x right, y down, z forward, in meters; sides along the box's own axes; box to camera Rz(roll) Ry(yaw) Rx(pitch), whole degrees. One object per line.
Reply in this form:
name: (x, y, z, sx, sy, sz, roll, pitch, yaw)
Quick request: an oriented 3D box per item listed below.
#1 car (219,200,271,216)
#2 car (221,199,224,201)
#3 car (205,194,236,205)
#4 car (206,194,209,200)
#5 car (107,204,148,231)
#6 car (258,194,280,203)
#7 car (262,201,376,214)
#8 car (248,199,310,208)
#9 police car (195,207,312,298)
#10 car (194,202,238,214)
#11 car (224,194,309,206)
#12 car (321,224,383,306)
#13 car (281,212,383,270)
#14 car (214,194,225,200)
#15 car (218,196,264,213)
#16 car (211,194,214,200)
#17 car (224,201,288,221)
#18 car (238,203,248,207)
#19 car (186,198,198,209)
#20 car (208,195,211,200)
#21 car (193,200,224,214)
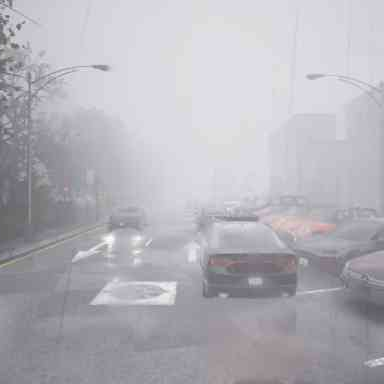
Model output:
car: (5.365, 1.560, 33.832, 4.792, 1.488, 2.163, 1, 0, -20)
car: (5.184, 1.503, 24.774, 5.366, 1.575, 1.946, 1, 0, -20)
car: (5.457, 1.391, 63.906, 5.566, 2.045, 2.435, 1, 0, -20)
car: (5.263, 1.612, 57.812, 5.366, 1.575, 1.946, 1, 0, -20)
car: (-3.894, 1.519, 20.730, 1.837, 1.490, 4.892, 0, 0, 0)
car: (18.434, 1.463, 79.889, 2.435, 2.045, 5.566, 0, 0, -21)
car: (5.352, 1.366, 12.840, 4.553, 1.767, 2.185, 1, 0, -20)
car: (5.361, 1.369, 15.841, 4.553, 1.767, 2.185, 1, 0, -20)
police car: (1.165, 1.427, 8.660, 1.930, 1.638, 5.238, 0, 0, 0)
car: (1.186, 1.518, 18.550, 1.837, 1.490, 4.892, 0, 0, 0)
car: (5.337, 1.251, 21.816, 5.566, 2.045, 2.435, 1, 0, -20)
car: (5.310, 1.527, 6.828, 4.674, 1.452, 2.002, 1, 0, -20)
car: (5.285, 1.517, 9.820, 4.792, 1.488, 2.163, 1, 0, -20)
car: (5.357, 1.270, 30.833, 5.566, 2.045, 2.435, 1, 0, -20)
car: (5.370, 1.414, 36.847, 4.553, 1.767, 2.185, 1, 0, -20)
car: (5.460, 1.446, 45.865, 4.553, 1.767, 2.185, 1, 0, -20)
car: (5.340, 1.544, 27.831, 4.792, 1.488, 2.163, 1, 0, -20)
car: (5.334, 1.538, 18.838, 4.674, 1.452, 2.002, 1, 0, -20)
car: (0.075, 1.579, 46.156, 2.128, 1.511, 4.902, 0, 0, 0)
car: (5.425, 1.583, 48.868, 5.008, 1.535, 2.097, 1, -1, -20)
car: (1.202, 1.548, 24.550, 1.812, 1.442, 4.674, 0, 0, 0)
